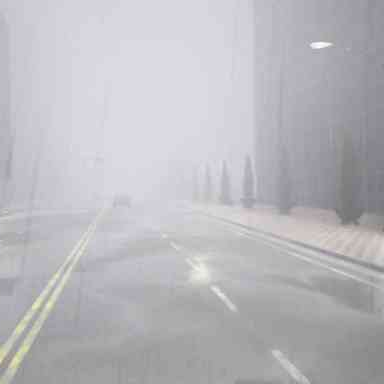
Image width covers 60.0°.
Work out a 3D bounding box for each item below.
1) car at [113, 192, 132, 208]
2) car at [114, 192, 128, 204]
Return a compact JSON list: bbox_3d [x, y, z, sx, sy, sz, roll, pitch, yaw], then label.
[{"bbox_3d":[-7.789,0.943,37.056,2.128,1.511,4.902,-1,1,-12],"label":"car"},{"bbox_3d":[-10.233,0.763,48.020,1.882,1.535,5.008,-1,1,-12],"label":"car"}]
